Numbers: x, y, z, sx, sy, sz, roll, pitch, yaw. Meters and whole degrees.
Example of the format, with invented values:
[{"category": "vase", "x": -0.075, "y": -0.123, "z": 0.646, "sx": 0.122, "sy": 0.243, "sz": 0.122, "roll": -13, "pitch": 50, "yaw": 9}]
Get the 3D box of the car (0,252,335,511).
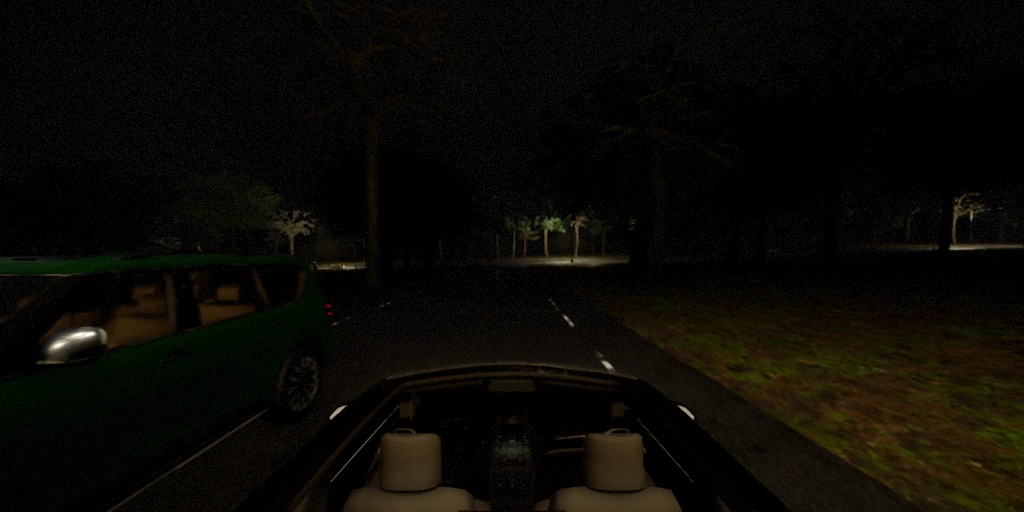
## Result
[{"category": "car", "x": -3.600, "y": 0.974, "z": 2.863, "sx": 2.150, "sy": 2.045, "sz": 5.566, "roll": 0, "pitch": 0, "yaw": 0}]
